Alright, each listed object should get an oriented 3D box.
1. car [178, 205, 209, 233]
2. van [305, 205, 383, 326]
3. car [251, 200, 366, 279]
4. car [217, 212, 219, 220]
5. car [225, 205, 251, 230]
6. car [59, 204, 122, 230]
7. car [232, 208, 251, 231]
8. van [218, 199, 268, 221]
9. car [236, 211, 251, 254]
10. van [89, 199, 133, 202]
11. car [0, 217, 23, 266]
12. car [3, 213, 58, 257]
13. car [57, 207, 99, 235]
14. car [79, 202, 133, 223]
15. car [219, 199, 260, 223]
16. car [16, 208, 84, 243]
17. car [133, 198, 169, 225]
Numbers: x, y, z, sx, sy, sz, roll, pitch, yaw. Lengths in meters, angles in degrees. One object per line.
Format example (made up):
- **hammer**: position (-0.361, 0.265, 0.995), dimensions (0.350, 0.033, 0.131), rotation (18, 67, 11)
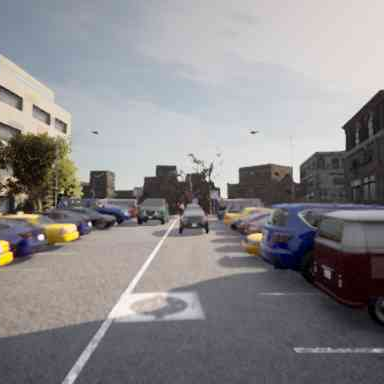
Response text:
- **car**: position (0.105, 1.787, 21.587), dimensions (1.812, 1.442, 4.674), rotation (0, -1, -1)
- **van**: position (4.799, 1.333, 6.473), dimensions (4.442, 1.987, 1.878), rotation (0, -1, 0)
- **car**: position (4.711, 1.341, 9.264), dimensions (5.566, 2.045, 2.435), rotation (0, -1, 0)
- **car**: position (4.693, 1.832, 28.798), dimensions (5.008, 1.535, 2.097), rotation (0, -1, 0)
- **car**: position (4.657, 1.755, 20.298), dimensions (4.792, 1.488, 2.163), rotation (0, -1, 0)
- **car**: position (-7.614, 1.787, 22.954), dimensions (4.792, 1.488, 2.163), rotation (0, -1, 0)
- **car**: position (4.682, 1.732, 17.509), dimensions (4.674, 1.452, 2.002), rotation (0, -1, 0)
- **van**: position (4.805, 1.662, 31.577), dimensions (4.442, 1.987, 1.878), rotation (0, -1, 0)
- **car**: position (4.498, 1.622, 11.926), dimensions (5.366, 1.575, 1.946), rotation (0, -1, 0)
- **van**: position (-7.758, 1.732, 34.105), dimensions (4.442, 1.987, 1.878), rotation (0, -1, 0)
- **car**: position (-7.832, 1.587, 8.987), dimensions (5.366, 1.575, 1.946), rotation (0, -1, 0)
- **car**: position (-7.675, 1.653, 11.779), dimensions (4.792, 1.488, 2.163), rotation (0, -1, 0)
- **car**: position (-7.674, 1.720, 17.367), dimensions (4.792, 1.488, 2.163), rotation (0, -1, 0)
- **car**: position (-7.671, 1.911, 31.313), dimensions (4.792, 1.488, 2.163), rotation (0, -1, 0)
- **car**: position (4.656, 1.668, 26.010), dimensions (4.553, 1.767, 2.185), rotation (0, -1, 0)
- **car**: position (-7.831, 1.654, 14.574), dimensions (5.366, 1.575, 1.946), rotation (0, -1, 0)
- **car**: position (-3.084, 1.553, 27.426), dimensions (2.150, 2.045, 5.566), rotation (0, -1, 0)
